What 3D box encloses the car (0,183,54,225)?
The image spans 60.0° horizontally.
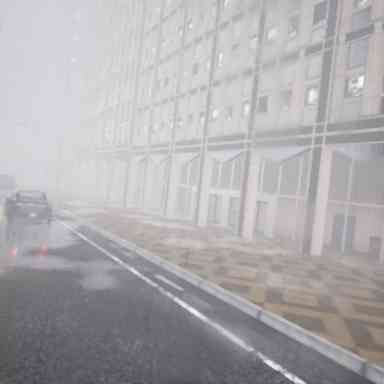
[{"bbox_3d":[-8.060,0.649,16.374,2.128,1.511,4.902,5,0,-32],"label":"car"}]

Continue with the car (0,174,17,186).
[{"bbox_3d":[-21.046,-0.962,37.385,2.150,2.045,5.566,5,0,-32],"label":"car"}]
